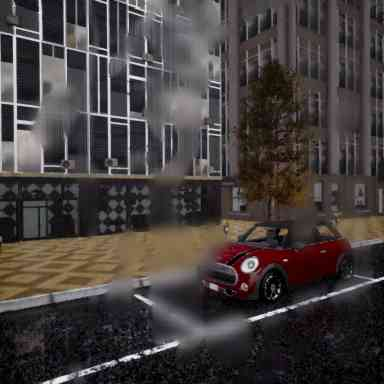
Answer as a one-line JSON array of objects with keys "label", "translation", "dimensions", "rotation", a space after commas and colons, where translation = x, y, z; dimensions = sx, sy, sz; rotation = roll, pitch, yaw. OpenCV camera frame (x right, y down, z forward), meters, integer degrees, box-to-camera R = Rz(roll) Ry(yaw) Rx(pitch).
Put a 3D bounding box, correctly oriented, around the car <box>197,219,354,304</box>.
[{"label": "car", "translation": [2.067, 1.439, 8.043], "dimensions": [4.097, 1.590, 1.967], "rotation": [0, -1, -35]}]
